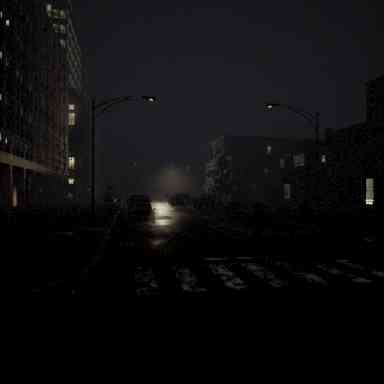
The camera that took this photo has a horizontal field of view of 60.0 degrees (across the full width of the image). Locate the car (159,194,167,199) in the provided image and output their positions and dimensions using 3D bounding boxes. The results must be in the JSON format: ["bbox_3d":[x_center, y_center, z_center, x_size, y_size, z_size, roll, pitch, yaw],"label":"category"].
[{"bbox_3d":[-7.945,1.245,90.207,1.802,1.307,4.206,1,0,-11],"label":"car"}]

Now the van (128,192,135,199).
[{"bbox_3d":[-16.171,0.958,88.615,1.690,1.788,3.998,1,0,-11],"label":"van"}]

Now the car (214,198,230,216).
[{"bbox_3d":[3.634,1.475,30.411,1.802,1.307,4.206,1,0,-11],"label":"car"}]

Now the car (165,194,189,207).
[{"bbox_3d":[-2.097,1.356,46.408,2.033,1.411,5.357,0,0,-11],"label":"car"}]

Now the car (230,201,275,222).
[{"bbox_3d":[4.654,1.442,25.141,1.752,1.417,4.829,1,0,-11],"label":"car"}]

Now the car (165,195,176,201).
[{"bbox_3d":[-4.787,1.286,73.899,1.947,1.339,4.313,1,0,-11],"label":"car"}]

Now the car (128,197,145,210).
[{"bbox_3d":[-6.699,1.346,39.692,1.887,1.381,4.507,1,0,-11],"label":"car"}]

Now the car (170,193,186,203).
[{"bbox_3d":[-2.679,1.076,63.026,2.192,1.841,5.009,1,0,-11],"label":"car"}]

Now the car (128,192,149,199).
[{"bbox_3d":[-4.592,1.162,28.819,2.192,1.841,5.009,1,0,-11],"label":"car"}]

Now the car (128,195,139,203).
[{"bbox_3d":[-10.910,1.281,61.436,1.947,1.339,4.313,1,0,-11],"label":"car"}]

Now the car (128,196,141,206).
[{"bbox_3d":[-8.772,1.283,50.397,1.752,1.417,4.829,1,0,-11],"label":"car"}]

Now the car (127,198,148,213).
[{"bbox_3d":[-5.647,1.375,34.256,2.008,1.369,4.403,1,0,-11],"label":"car"}]

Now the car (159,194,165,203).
[{"bbox_3d":[-4.963,1.257,61.179,1.837,1.490,4.892,0,0,-11],"label":"car"}]

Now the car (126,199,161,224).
[{"bbox_3d":[-3.542,1.422,23.384,2.008,1.369,4.403,1,0,-11],"label":"car"}]

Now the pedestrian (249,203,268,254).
[{"bbox_3d":[2.325,1.240,11.596,0.375,1.860,0.375,1,0,-11],"label":"pedestrian"}]

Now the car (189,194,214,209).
[{"bbox_3d":[1.531,1.162,41.282,2.192,1.841,5.009,1,0,-11],"label":"car"}]
